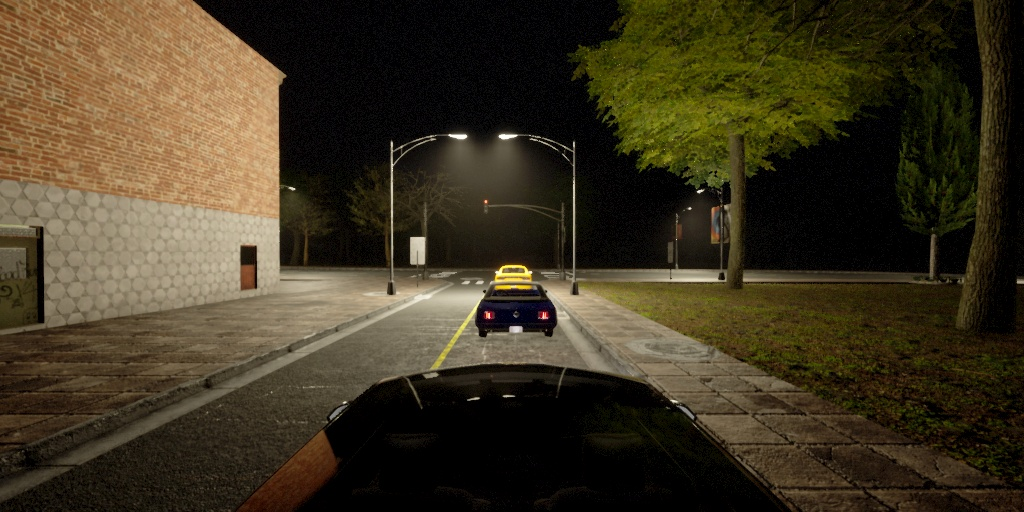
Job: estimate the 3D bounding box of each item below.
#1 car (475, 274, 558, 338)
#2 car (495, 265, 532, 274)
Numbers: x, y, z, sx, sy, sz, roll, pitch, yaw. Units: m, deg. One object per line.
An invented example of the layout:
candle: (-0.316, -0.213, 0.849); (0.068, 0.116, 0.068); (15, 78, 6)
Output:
car: (0.093, 1.356, 10.230); (1.895, 1.301, 4.718); (0, 0, 0)
car: (0.089, 1.254, 19.574); (1.882, 1.535, 5.008); (0, 0, 1)
